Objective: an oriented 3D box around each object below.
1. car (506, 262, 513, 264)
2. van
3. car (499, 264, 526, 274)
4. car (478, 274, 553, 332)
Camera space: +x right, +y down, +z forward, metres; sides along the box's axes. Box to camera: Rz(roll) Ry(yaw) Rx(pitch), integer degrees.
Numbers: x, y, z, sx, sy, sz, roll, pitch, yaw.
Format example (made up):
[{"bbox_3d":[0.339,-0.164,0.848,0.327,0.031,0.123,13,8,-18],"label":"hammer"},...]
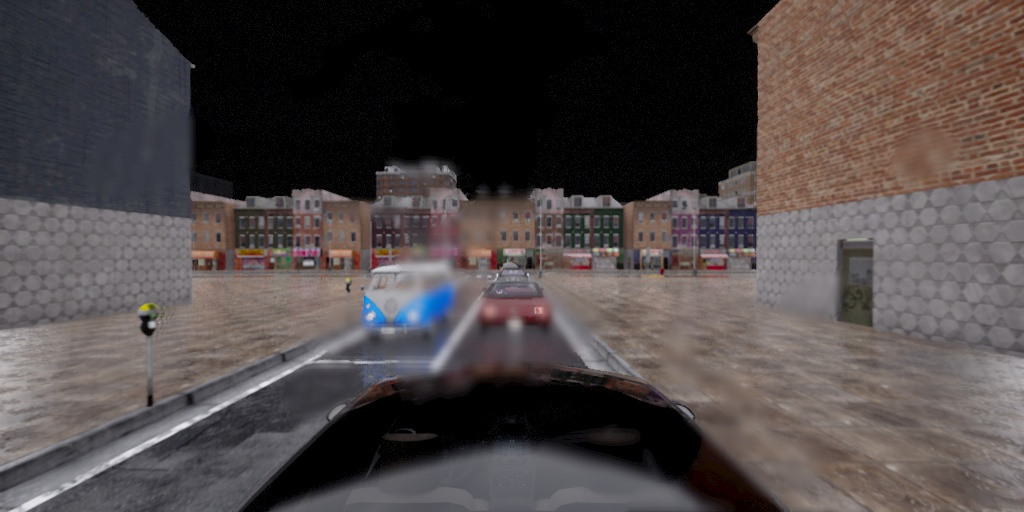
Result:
[{"bbox_3d":[-0.251,1.333,33.776,1.801,1.575,5.366,0,0,-3],"label":"car"},{"bbox_3d":[-2.657,1.121,9.860,1.690,1.789,3.998,0,0,0],"label":"van"},{"bbox_3d":[0.049,1.372,21.136,2.033,1.411,5.357,0,0,0],"label":"car"},{"bbox_3d":[0.078,1.385,10.978,1.895,1.301,4.718,0,0,0],"label":"car"}]
